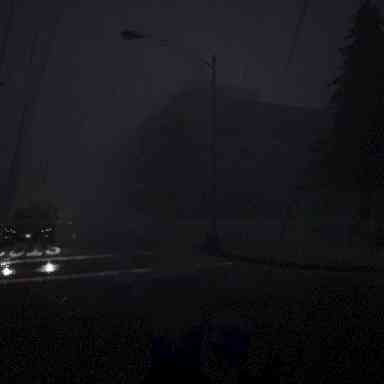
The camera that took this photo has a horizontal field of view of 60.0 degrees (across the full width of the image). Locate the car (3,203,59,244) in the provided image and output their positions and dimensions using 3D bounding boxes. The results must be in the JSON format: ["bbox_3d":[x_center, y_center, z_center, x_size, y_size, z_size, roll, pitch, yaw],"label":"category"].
[{"bbox_3d":[-7.157,1.439,15.003,1.837,1.490,4.892,0,0,-21],"label":"car"}]

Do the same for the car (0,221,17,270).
[{"bbox_3d":[-5.356,1.492,5.807,1.812,1.442,4.674,0,0,3],"label":"car"}]

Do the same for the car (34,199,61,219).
[{"bbox_3d":[-9.538,1.403,21.122,2.128,1.511,4.902,0,0,-21],"label":"car"}]

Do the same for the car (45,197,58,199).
[{"bbox_3d":[-11.671,1.398,26.593,1.837,1.490,4.892,0,0,-21],"label":"car"}]

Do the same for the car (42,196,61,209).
[{"bbox_3d":[-18.256,1.325,43.476,2.128,1.511,4.902,0,0,-21],"label":"car"}]

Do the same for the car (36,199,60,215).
[{"bbox_3d":[-13.985,1.436,32.532,1.994,1.385,4.181,0,0,-21],"label":"car"}]
